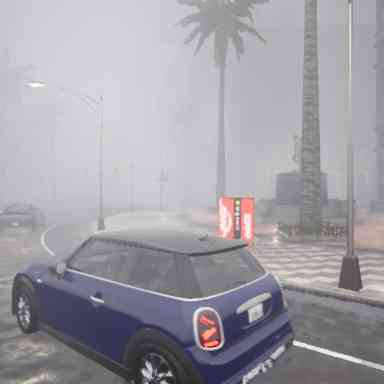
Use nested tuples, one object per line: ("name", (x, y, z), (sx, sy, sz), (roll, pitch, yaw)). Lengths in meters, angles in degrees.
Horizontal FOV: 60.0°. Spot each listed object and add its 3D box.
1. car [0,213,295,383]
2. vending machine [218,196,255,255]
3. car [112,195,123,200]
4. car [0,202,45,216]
("car", (-0.902, 1.355, 5.097), (4.553, 1.767, 2.097), (1, 0, 40))
("vending machine", (1.661, 1.195, 12.517), (1.100, 2.100, 0.880), (0, 0, -42))
("car", (-20.078, 1.506, 89.991), (2.161, 1.482, 4.786), (0, 0, 4))
("car", (-10.105, 1.491, 20.103), (2.128, 1.511, 4.902), (0, 0, -16))
